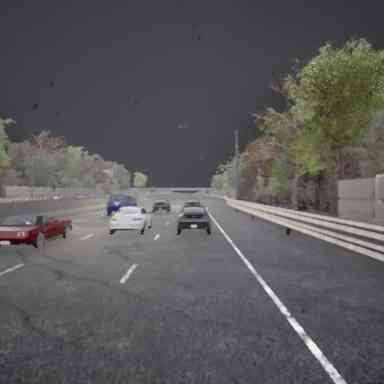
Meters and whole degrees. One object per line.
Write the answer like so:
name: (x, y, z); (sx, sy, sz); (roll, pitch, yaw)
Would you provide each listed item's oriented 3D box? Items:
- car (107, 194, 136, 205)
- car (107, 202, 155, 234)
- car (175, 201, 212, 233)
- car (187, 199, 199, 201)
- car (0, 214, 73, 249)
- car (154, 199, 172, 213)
car: (-6.896, 1.237, 33.123); (2.150, 2.045, 5.566); (0, 0, 0)
car: (-3.410, 1.531, 19.002); (1.812, 1.442, 4.674); (0, 0, 0)
car: (0.102, 1.510, 19.501); (1.837, 1.490, 4.892); (0, 0, 0)
car: (0.102, 1.526, 38.515); (1.837, 1.490, 4.892); (0, 0, 0)
car: (-6.895, 1.604, 14.550); (1.895, 1.301, 4.718); (0, 0, 0)
car: (-3.398, 1.526, 38.047); (1.837, 1.490, 4.892); (0, 0, 0)
